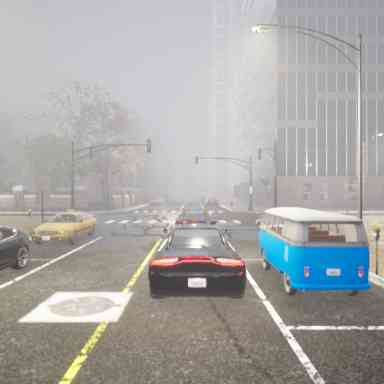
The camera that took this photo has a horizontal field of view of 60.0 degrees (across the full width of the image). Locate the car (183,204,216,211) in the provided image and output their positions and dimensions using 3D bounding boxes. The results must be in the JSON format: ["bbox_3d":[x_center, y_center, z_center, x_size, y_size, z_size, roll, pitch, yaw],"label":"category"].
[{"bbox_3d":[0.124,1.553,17.531,1.994,1.385,4.181,0,0,0],"label":"car"}]

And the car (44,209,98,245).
[{"bbox_3d":[-5.796,1.516,15.628,1.752,1.417,4.829,0,0,0],"label":"car"}]

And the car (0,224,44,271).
[{"bbox_3d":[-5.759,1.561,8.393,1.947,1.339,4.313,0,0,0],"label":"car"}]

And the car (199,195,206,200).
[{"bbox_3d":[2.825,1.441,92.130,1.752,1.417,4.829,0,0,0],"label":"car"}]

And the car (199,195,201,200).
[{"bbox_3d":[2.799,1.512,74.913,1.947,1.339,4.313,0,0,0],"label":"car"}]

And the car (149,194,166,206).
[{"bbox_3d":[-5.615,1.511,52.198,1.887,1.381,4.507,0,0,0],"label":"car"}]

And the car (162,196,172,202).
[{"bbox_3d":[-5.582,1.528,74.929,1.802,1.307,4.206,0,0,0],"label":"car"}]

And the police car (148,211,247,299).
[{"bbox_3d":[0.108,1.500,8.568,2.038,1.542,4.974,0,0,0],"label":"police car"}]

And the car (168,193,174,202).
[{"bbox_3d":[-5.589,1.268,69.247,2.192,1.841,5.009,0,0,0],"label":"car"}]

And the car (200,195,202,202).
[{"bbox_3d":[2.766,1.532,52.189,1.947,1.339,4.313,0,0,0],"label":"car"}]

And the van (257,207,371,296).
[{"bbox_3d":[2.785,1.336,8.383,1.690,1.788,3.998,0,0,0],"label":"van"}]

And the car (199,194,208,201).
[{"bbox_3d":[2.808,1.378,80.594,1.967,1.590,4.097,0,0,0],"label":"car"}]

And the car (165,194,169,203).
[{"bbox_3d":[-5.607,1.513,57.881,2.008,1.369,4.403,0,0,0],"label":"car"}]

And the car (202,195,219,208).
[{"bbox_3d":[2.759,1.410,46.508,1.967,1.590,4.097,0,0,0],"label":"car"}]
